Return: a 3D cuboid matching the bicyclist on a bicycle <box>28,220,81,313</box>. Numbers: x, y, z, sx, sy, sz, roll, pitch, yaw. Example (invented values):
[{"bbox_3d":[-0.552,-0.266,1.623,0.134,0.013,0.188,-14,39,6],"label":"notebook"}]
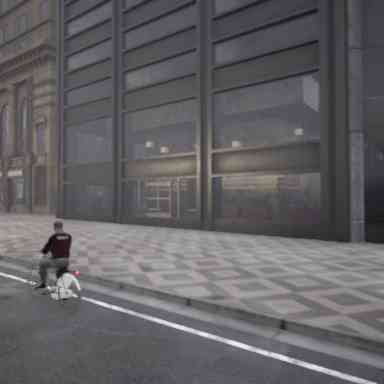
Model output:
[{"bbox_3d":[-2.838,1.438,6.729,1.843,1.776,0.659,0,-1,36],"label":"bicyclist on a bicycle"}]
